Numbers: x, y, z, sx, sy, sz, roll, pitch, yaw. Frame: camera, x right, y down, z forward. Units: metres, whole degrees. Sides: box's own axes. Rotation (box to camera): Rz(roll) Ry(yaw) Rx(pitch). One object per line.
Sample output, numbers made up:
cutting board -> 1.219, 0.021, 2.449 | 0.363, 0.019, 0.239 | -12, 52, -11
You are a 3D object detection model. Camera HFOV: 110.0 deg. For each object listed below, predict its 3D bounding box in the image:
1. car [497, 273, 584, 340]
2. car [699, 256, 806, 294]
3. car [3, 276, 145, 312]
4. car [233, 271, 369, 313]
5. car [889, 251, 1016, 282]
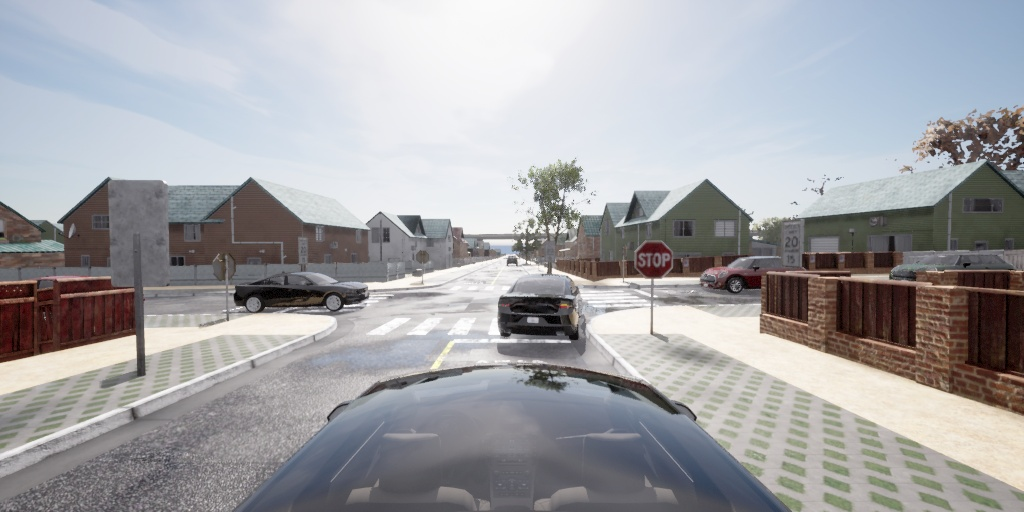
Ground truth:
car -> 0.962, 1.225, 10.107 | 1.882, 1.535, 5.008 | 0, 0, 12
car -> 11.814, 0.821, 17.712 | 4.553, 1.767, 2.097 | -1, 2, 0
car -> -18.015, 1.547, 14.581 | 5.008, 1.535, 1.882 | -1, 2, 0
car -> -8.462, 1.377, 14.639 | 5.008, 1.535, 1.882 | -1, 2, 0
car -> 21.709, 0.646, 17.778 | 4.553, 1.767, 2.097 | -1, 2, 0
